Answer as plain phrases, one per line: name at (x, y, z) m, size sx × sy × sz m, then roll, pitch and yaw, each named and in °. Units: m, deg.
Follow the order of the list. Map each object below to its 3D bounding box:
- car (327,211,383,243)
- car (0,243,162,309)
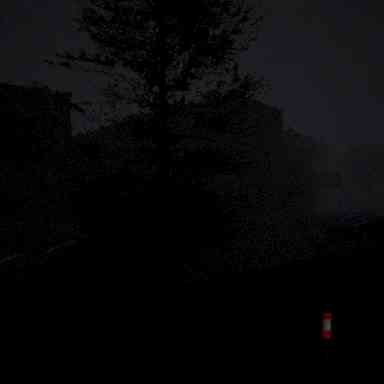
car at (9.637, 1.968, 19.262) m, size 5.008 × 1.535 × 2.097 m, roll 2°, pitch -1°, yaw -44°
car at (-2.464, 1.745, 8.736) m, size 4.892 × 1.521 × 2.231 m, roll 1°, pitch 2°, yaw -37°
